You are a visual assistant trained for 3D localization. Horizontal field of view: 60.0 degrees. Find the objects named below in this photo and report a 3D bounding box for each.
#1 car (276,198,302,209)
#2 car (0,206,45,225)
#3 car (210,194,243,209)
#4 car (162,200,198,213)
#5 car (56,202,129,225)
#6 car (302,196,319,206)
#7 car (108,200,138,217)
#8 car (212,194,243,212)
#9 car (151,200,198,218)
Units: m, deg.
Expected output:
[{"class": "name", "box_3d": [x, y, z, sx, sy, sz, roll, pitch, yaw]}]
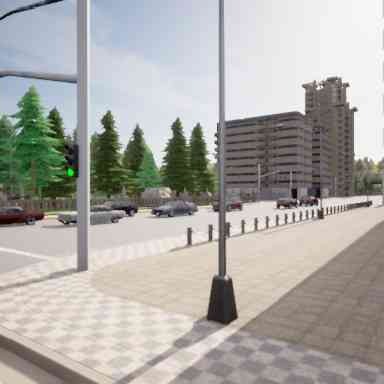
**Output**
[{"class": "car", "box_3d": [13.182, 1.532, 45.840, 1.837, 1.490, 4.892, 0, 0, 35]}, {"class": "car", "box_3d": [-12.539, 1.642, 22.210, 1.895, 1.301, 4.718, 0, 0, 37]}, {"class": "car", "box_3d": [4.941, 1.262, 46.604, 2.150, 2.045, 5.566, 0, 0, 36]}, {"class": "car", "box_3d": [-1.309, 1.605, 37.901, 1.994, 1.385, 4.181, 0, 0, 35]}, {"class": "car", "box_3d": [-7.114, 1.635, 23.713, 1.895, 1.301, 4.718, 0, 0, 35]}, {"class": "car", "box_3d": [19.064, 1.379, 54.106, 2.097, 1.767, 4.553, 0, 0, 35]}, {"class": "car", "box_3d": [-7.055, 1.518, 29.831, 1.882, 1.535, 5.008, 0, 0, 36]}, {"class": "car", "box_3d": [4.293, 1.386, 39.709, 2.097, 1.767, 4.553, 0, 0, 36]}, {"class": "car", "box_3d": [-1.513, 1.582, 31.572, 2.033, 1.411, 5.357, 0, 0, 36]}]
